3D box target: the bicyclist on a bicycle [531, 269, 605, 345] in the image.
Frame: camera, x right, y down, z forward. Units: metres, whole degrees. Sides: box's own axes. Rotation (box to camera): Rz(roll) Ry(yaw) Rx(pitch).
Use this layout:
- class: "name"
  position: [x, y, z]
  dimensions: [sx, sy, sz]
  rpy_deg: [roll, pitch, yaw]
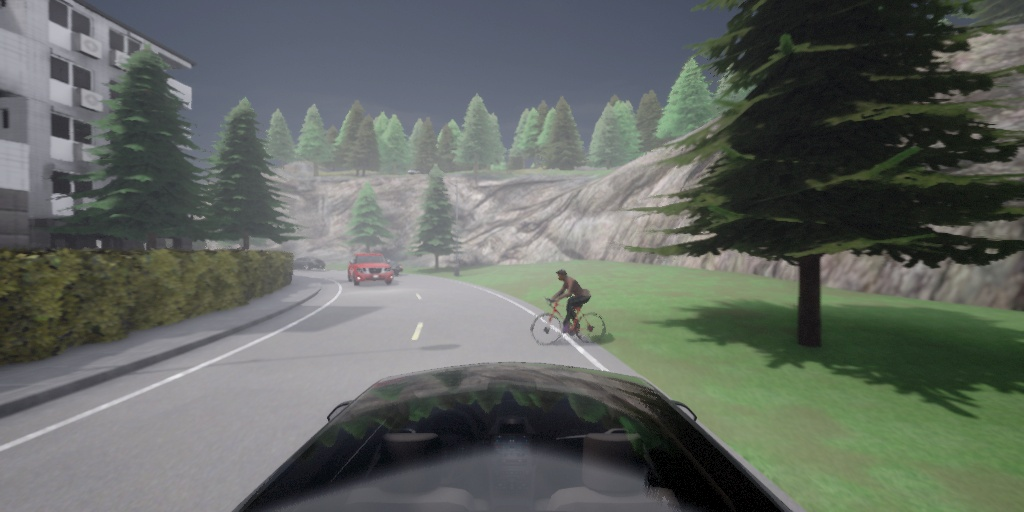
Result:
- class: "bicyclist on a bicycle"
  position: [1.214, 1.096, 7.666]
  dimensions: [1.656, 1.620, 0.582]
  rpy_deg: [0, 1, -7]

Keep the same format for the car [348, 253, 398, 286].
- class: "car"
  position: [-9.302, 0.813, 23.330]
  dimensions: [2.150, 2.045, 5.566]
  rpy_deg: [-1, 1, -30]

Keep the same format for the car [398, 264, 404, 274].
- class: "car"
  position: [-11.616, 0.962, 31.905]
  dimensions: [2.033, 1.411, 5.357]
  rpy_deg: [-1, 1, -44]

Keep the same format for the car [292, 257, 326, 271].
- class: "car"
  position: [-22.837, 0.858, 39.519]
  dimensions: [4.892, 1.490, 1.837]
  rpy_deg: [1, 1, 22]
